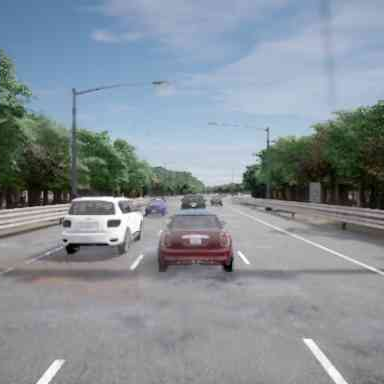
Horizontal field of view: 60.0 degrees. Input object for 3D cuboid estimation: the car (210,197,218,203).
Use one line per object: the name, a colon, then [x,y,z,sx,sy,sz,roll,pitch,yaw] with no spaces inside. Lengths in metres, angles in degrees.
car: [5.325,1.848,80.579,1.895,1.301,4.718,0,0,4]

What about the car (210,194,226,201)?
car: [4.165,1.571,56.775,2.128,1.511,4.902,0,0,2]

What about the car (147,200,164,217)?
car: [-3.326,1.528,31.710,1.812,1.442,4.674,0,0,1]

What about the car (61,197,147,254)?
car: [-3.402,1.207,13.599,2.150,2.045,5.566,0,0,0]

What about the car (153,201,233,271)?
car: [0.097,1.339,11.017,2.097,1.767,4.553,0,0,0]

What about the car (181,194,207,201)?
car: [0.152,1.221,29.940,2.150,2.045,5.566,0,0,0]
